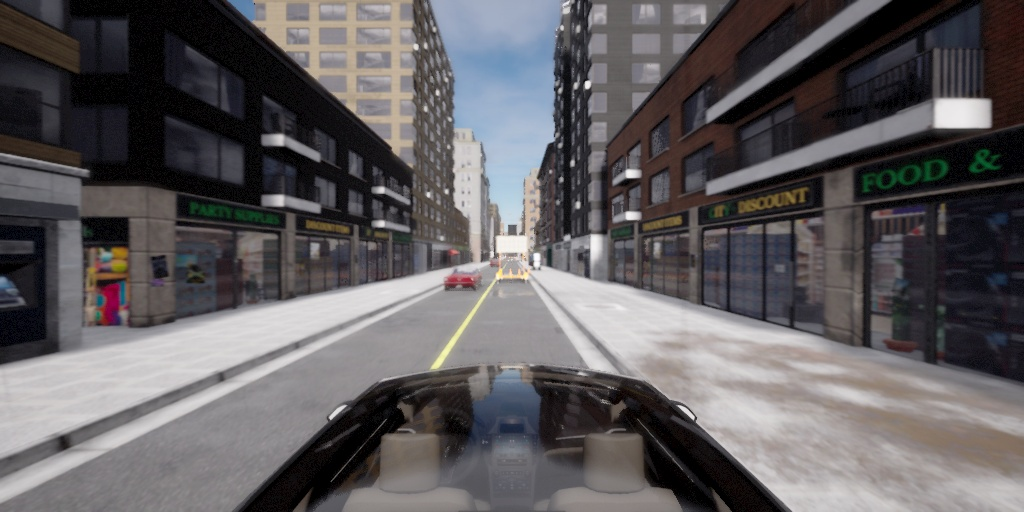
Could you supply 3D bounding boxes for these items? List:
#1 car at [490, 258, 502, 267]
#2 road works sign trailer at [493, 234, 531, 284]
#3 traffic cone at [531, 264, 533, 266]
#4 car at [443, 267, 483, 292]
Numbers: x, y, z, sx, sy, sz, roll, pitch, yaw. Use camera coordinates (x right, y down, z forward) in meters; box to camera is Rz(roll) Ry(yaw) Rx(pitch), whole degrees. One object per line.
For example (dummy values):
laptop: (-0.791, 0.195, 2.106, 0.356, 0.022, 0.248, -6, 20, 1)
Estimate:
car: (-2.779, 1.153, 62.099, 1.882, 1.535, 5.008, 0, 0, 1)
road works sign trailer: (0.003, 0.192, 26.614, 2.380, 3.560, 2.880, 0, 0, 0)
traffic cone: (1.874, 1.507, 39.614, 0.340, 0.580, 0.340, 0, 0, 2)
car: (-2.847, 1.333, 21.497, 1.895, 1.301, 4.718, 0, 0, 0)
